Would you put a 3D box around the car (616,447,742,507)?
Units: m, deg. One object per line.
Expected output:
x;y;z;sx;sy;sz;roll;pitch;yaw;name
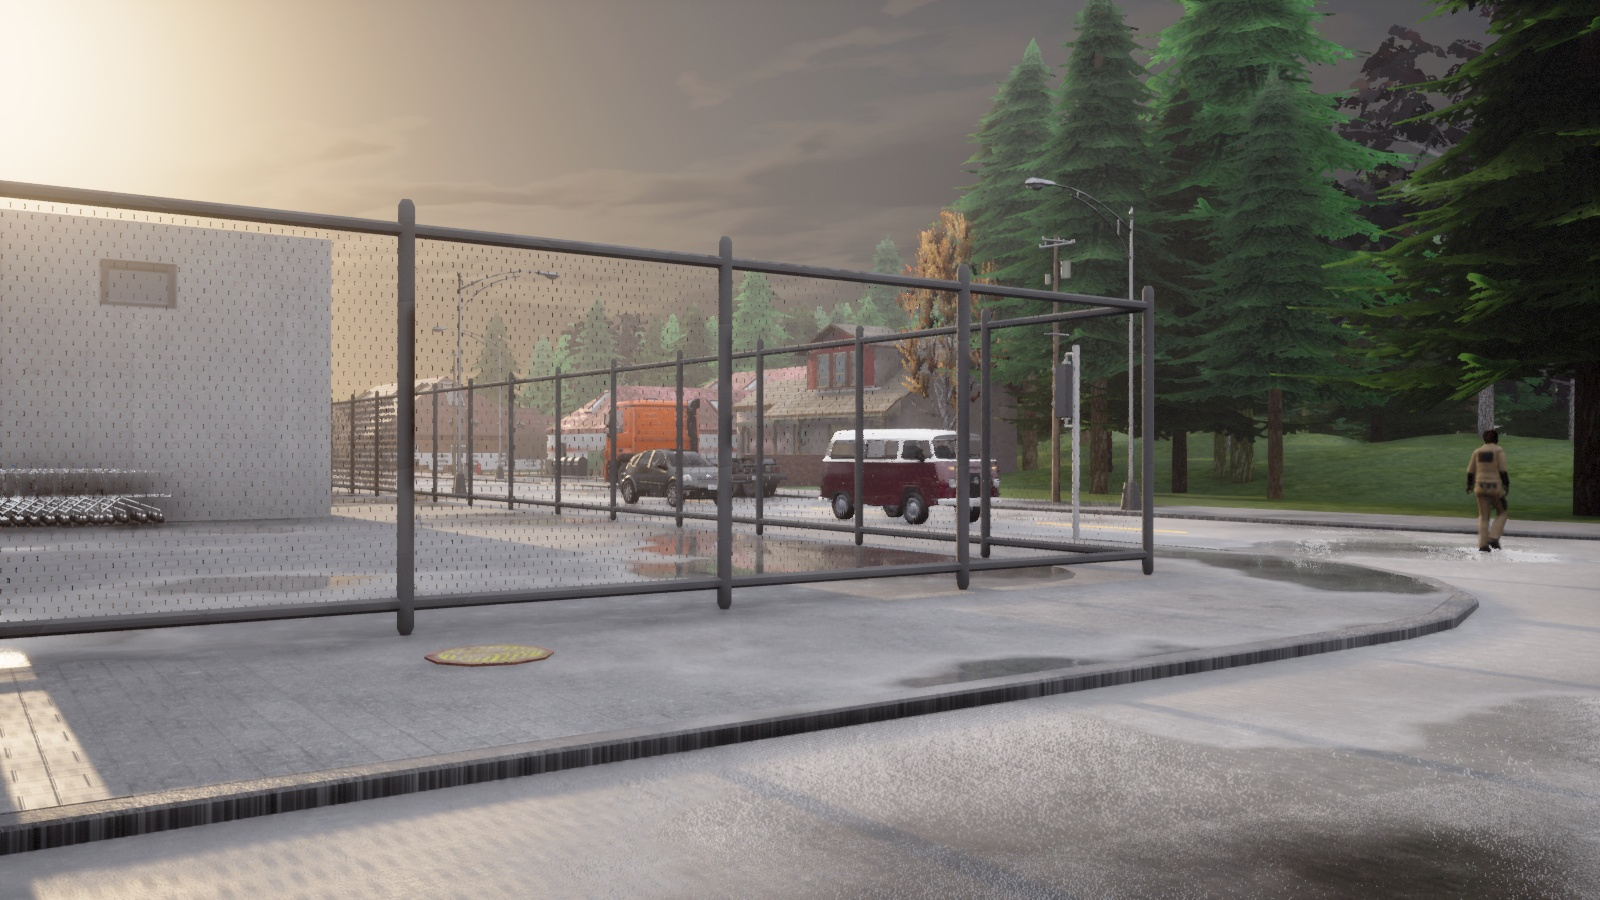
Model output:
-3.517;0.738;35.891;1.851;1.617;3.988;0;0;-35;car

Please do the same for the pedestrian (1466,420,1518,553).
10.226;0.534;18.559;0.692;1.930;0.396;0;0;-35;pedestrian

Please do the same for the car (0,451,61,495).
-31.068;0.858;47.908;4.856;1.649;2.033;0;0;-34;car

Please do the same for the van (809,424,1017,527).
2.362;0.533;27.353;2.069;2.038;4.480;0;-1;-36;van

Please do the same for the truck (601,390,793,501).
-3.727;-0.123;43.236;2.891;3.462;7.936;0;0;-36;truck
